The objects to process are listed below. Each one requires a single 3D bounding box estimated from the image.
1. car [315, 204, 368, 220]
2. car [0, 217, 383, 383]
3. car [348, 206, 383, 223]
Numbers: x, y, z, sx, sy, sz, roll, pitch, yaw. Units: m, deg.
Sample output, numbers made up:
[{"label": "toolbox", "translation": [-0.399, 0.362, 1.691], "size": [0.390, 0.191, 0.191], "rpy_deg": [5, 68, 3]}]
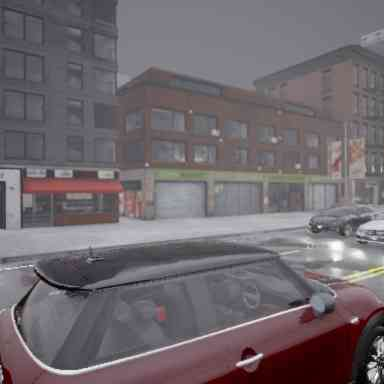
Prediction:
[{"label": "car", "translation": [8.115, 1.422, 17.439], "size": [4.892, 1.490, 1.837], "rpy_deg": [0, 0, -35]}, {"label": "car", "translation": [0.304, 1.341, 3.653], "size": [4.553, 1.767, 2.097], "rpy_deg": [0, 0, -35]}, {"label": "car", "translation": [8.746, 1.450, 13.899], "size": [4.674, 1.442, 1.812], "rpy_deg": [0, 0, -35]}]
